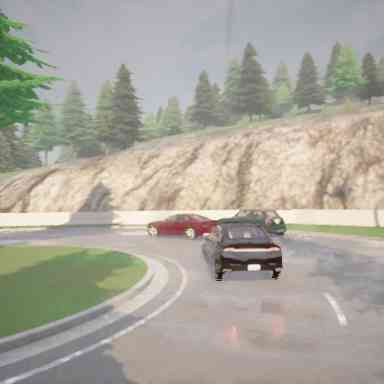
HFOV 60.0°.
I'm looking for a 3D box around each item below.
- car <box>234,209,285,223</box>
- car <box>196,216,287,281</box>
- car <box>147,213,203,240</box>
[{"bbox_3d":[3.647,1.866,21.206,2.097,1.767,4.553,0,-2,-41],"label":"car"},{"bbox_3d":[1.455,1.766,10.851,2.128,1.511,4.902,0,-2,-3],"label":"car"},{"bbox_3d":[-0.626,2.047,20.586,5.008,1.535,1.882,-2,-3,39],"label":"car"}]
